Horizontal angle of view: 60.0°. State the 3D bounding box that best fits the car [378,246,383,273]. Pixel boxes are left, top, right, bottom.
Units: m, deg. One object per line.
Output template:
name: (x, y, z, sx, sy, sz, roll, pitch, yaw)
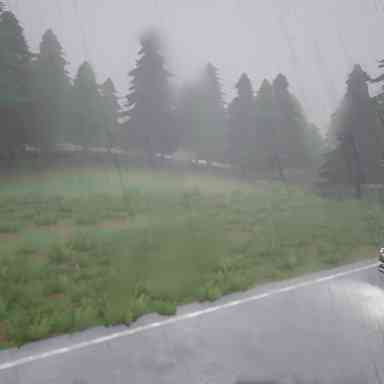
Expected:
car: (6.863, 1.428, 8.880, 4.892, 1.490, 1.837, -1, 0, -35)
